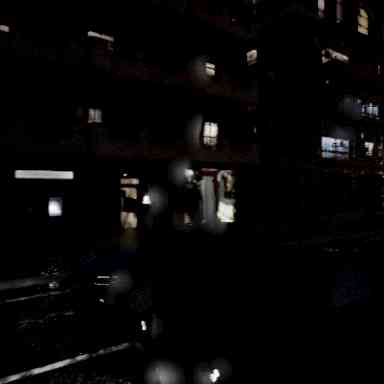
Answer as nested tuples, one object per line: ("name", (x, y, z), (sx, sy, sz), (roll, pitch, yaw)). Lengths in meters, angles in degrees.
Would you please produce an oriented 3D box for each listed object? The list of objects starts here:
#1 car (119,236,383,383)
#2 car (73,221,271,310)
("car", (1.866, 1.547, 5.018), (5.357, 1.411, 2.033), (0, 0, -36))
("car", (-0.090, 1.477, 7.614), (5.008, 1.535, 1.882), (0, 0, -36))
